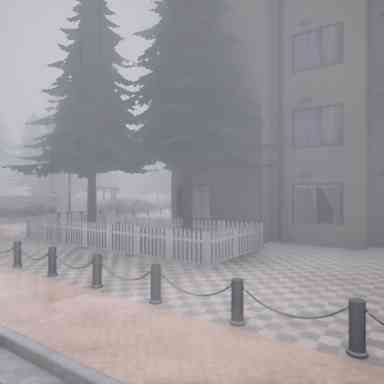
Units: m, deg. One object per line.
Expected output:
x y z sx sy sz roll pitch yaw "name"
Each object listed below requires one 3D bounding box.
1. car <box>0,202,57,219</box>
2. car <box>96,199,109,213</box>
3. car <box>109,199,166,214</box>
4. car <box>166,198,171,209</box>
-14.342 1.578 28.769 1.895 1.301 4.718 0 0 37 "car"
-8.716 1.469 36.217 2.128 1.511 4.902 0 0 37 "car"
-5.546 1.526 34.283 2.033 1.411 5.357 0 0 37 "car"
-2.478 1.504 44.447 1.812 1.442 4.674 0 0 37 "car"
